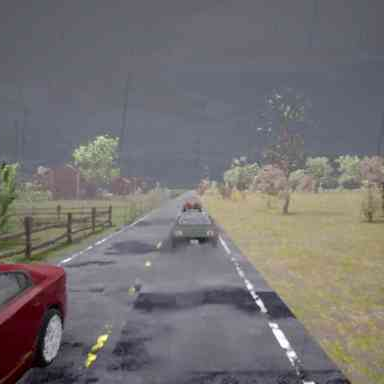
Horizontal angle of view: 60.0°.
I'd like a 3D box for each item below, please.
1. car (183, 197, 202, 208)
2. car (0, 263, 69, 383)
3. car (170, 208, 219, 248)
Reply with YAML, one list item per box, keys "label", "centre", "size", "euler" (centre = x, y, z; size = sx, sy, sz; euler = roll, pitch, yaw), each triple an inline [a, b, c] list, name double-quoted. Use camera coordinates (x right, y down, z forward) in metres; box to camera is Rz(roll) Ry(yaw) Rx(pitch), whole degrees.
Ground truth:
- label: "car"
  centre: [0.030, 1.353, 39.254]
  size: [2.097, 1.767, 4.553]
  euler: [0, 0, 0]
- label: "car"
  centre: [-2.751, 1.480, 2.908]
  size: [1.882, 1.535, 5.008]
  euler: [0, 0, 0]
- label: "car"
  centre: [0.100, 1.607, 14.905]
  size: [1.895, 1.301, 4.718]
  euler: [0, 0, 0]
